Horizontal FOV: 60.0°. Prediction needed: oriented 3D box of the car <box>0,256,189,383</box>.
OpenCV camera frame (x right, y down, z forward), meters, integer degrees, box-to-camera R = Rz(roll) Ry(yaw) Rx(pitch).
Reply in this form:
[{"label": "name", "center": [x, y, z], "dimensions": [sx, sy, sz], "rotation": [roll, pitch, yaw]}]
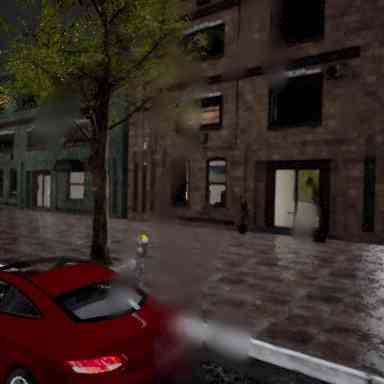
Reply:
[{"label": "car", "center": [-1.973, 1.512, 4.276], "dimensions": [4.206, 1.307, 1.802], "rotation": [1, 1, 35]}]
